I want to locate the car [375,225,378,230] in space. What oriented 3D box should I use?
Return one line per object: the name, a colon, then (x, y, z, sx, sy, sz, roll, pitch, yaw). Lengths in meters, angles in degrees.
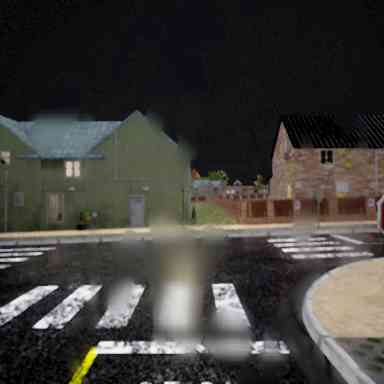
car: (10.735, 1.101, 13.973, 5.357, 1.411, 2.033, -2, 0, -1)
